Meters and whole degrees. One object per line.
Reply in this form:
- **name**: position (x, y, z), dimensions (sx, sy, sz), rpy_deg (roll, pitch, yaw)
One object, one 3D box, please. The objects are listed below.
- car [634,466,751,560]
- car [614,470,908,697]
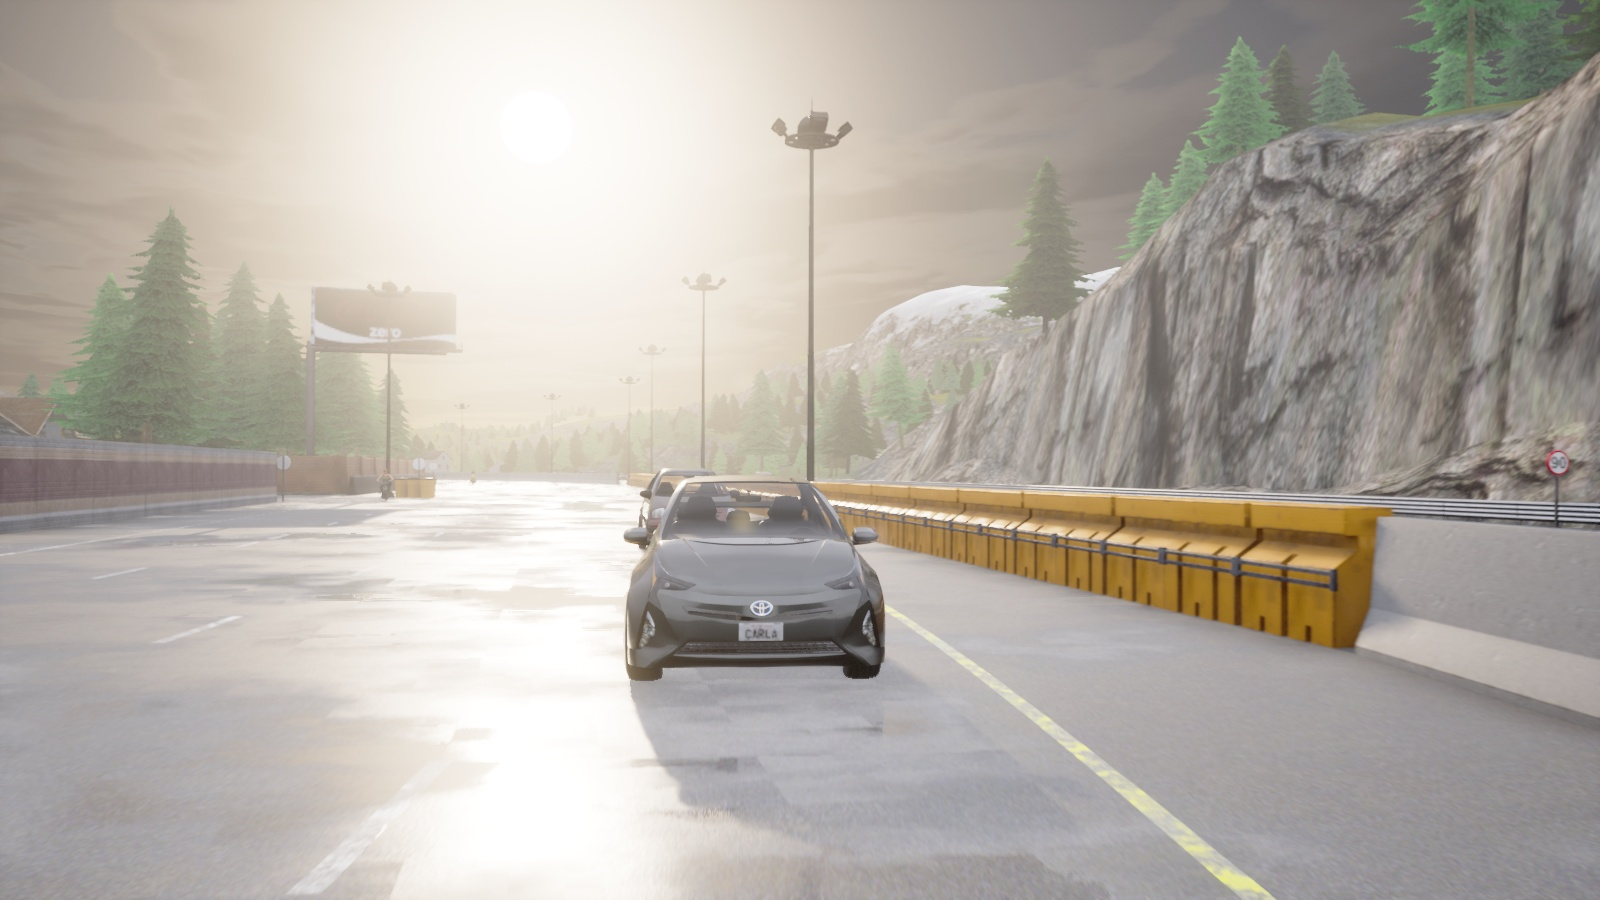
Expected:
- **car**: position (-2.120, 1.120, 23.785), dimensions (1.851, 1.617, 3.988), rpy_deg (0, -1, -10)
- **car**: position (-0.463, 0.945, 10.854), dimensions (2.007, 1.525, 4.514), rpy_deg (0, -1, -5)
